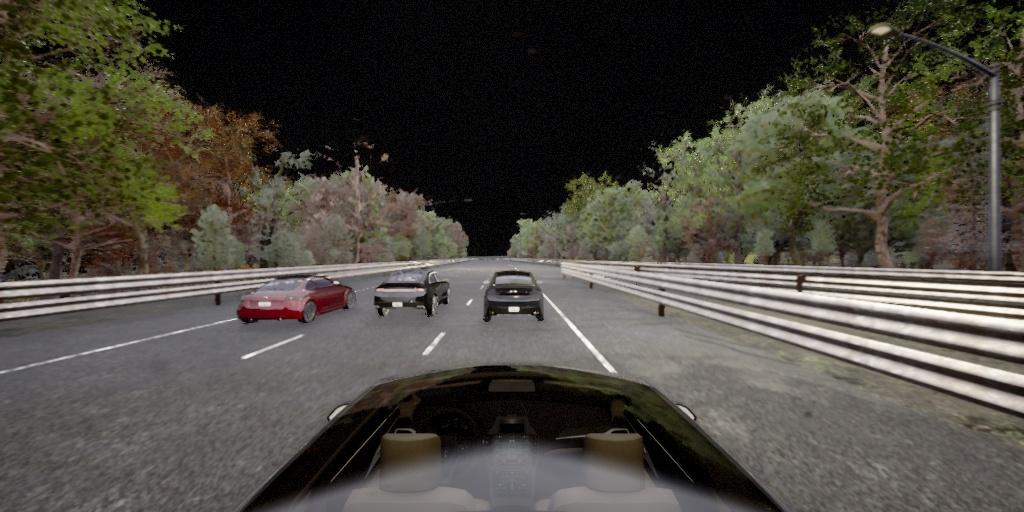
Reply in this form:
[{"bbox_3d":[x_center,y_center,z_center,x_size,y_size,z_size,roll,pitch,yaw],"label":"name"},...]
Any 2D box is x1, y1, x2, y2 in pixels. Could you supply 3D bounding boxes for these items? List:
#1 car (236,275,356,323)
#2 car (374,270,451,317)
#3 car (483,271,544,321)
[{"bbox_3d":[-6.958,1.318,12.071,1.994,1.385,4.181,0,0,0],"label":"car"},{"bbox_3d":[-3.468,1.245,13.217,2.128,1.511,4.902,0,0,0],"label":"car"},{"bbox_3d":[0.040,1.257,12.539,1.837,1.490,4.892,0,0,0],"label":"car"}]
